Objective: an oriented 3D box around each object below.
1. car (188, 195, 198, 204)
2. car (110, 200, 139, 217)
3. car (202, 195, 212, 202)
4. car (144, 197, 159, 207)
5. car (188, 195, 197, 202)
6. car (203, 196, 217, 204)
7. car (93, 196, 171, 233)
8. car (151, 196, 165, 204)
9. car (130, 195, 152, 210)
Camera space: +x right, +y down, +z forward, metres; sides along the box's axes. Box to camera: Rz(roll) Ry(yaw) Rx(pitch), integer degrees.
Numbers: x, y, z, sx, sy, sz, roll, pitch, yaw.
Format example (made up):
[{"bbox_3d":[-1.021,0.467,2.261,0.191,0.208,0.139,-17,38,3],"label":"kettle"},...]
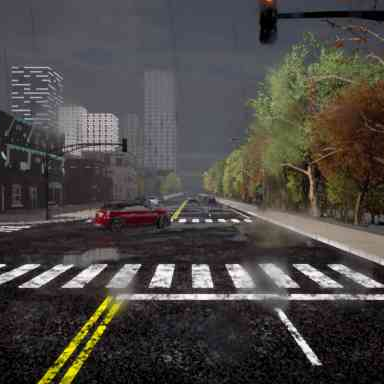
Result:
[{"bbox_3d":[0.233,1.577,64.285,1.895,1.301,4.718,0,0,0],"label":"car"},{"bbox_3d":[-6.524,1.516,32.588,1.812,1.442,4.674,0,0,0],"label":"car"},{"bbox_3d":[3.412,1.510,74.435,2.033,1.411,5.357,0,0,0],"label":"car"},{"bbox_3d":[-6.472,1.507,53.074,1.812,1.442,4.674,0,0,0],"label":"car"},{"bbox_3d":[0.157,1.471,74.398,1.837,1.490,4.892,0,0,0],"label":"car"},{"bbox_3d":[3.489,1.524,61.639,2.033,1.411,5.357,0,0,-1],"label":"car"},{"bbox_3d":[-3.499,1.347,20.000,4.553,1.767,2.097,0,0,-38],"label":"car"},{"bbox_3d":[-6.413,1.468,63.517,2.128,1.511,4.902,0,0,1],"label":"car"},{"bbox_3d":[-6.500,1.338,42.781,2.097,1.767,4.553,0,0,0],"label":"car"}]
